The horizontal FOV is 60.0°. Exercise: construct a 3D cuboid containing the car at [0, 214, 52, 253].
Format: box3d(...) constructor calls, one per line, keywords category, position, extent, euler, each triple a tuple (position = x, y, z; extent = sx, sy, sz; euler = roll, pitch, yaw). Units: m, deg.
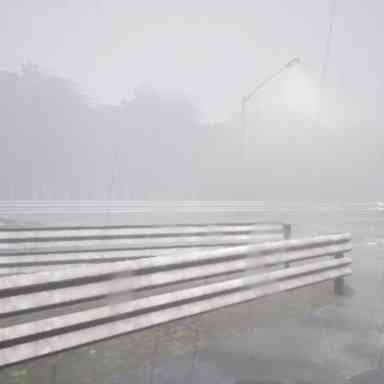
box3d(category="car", position=(-7.186, 1.310, 11.058), extent=(4.902, 1.511, 2.128), euler=(1, 0, -19))
